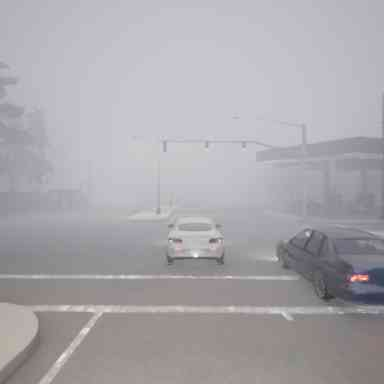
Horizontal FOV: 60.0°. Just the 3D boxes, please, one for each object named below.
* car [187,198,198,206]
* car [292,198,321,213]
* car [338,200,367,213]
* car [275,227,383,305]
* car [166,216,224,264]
[{"bbox_3d":[0.002,1.958,63.702,1.812,1.442,4.674,0,0,0],"label":"car"},{"bbox_3d":[13.210,1.558,38.627,2.242,1.667,4.611,0,0,0],"label":"car"},{"bbox_3d":[18.955,1.723,39.388,1.970,1.475,3.806,0,0,0],"label":"car"},{"bbox_3d":[3.609,1.605,8.424,2.033,1.411,5.357,0,0,0],"label":"car"},{"bbox_3d":[0.097,1.608,12.026,1.812,1.442,4.674,0,0,0],"label":"car"}]
